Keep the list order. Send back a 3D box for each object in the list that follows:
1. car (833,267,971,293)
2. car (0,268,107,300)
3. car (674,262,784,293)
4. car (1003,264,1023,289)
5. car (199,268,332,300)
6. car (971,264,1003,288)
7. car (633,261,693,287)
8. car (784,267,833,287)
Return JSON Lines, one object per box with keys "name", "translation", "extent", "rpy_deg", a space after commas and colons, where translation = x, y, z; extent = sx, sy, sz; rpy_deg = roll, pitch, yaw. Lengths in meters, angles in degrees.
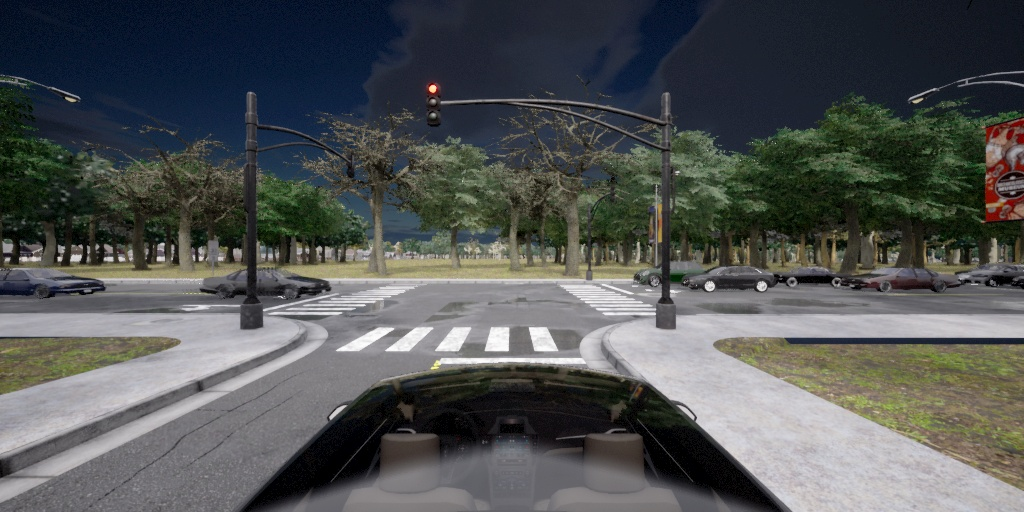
{"name": "car", "translation": [22.187, 1.326, 20.569], "extent": [5.357, 1.411, 2.033], "rpy_deg": [0, 0, 0]}
{"name": "car", "translation": [-22.892, 1.275, 17.096], "extent": [5.357, 1.411, 2.033], "rpy_deg": [0, 0, 0]}
{"name": "car", "translation": [12.326, 1.269, 20.565], "extent": [4.892, 1.490, 1.837], "rpy_deg": [0, 0, 0]}
{"name": "car", "translation": [32.403, 1.343, 20.564], "extent": [5.357, 1.411, 2.033], "rpy_deg": [0, 0, 0]}
{"name": "car", "translation": [-11.643, 1.286, 17.102], "extent": [5.357, 1.411, 2.033], "rpy_deg": [0, 0, 0]}
{"name": "car", "translation": [32.319, 1.283, 23.816], "extent": [4.902, 1.511, 2.128], "rpy_deg": [0, 0, 0]}
{"name": "car", "translation": [10.478, 1.109, 23.813], "extent": [4.553, 1.767, 2.097], "rpy_deg": [0, 0, 0]}
{"name": "car", "translation": [19.462, 1.371, 23.820], "extent": [4.718, 1.301, 1.895], "rpy_deg": [0, 0, 0]}
